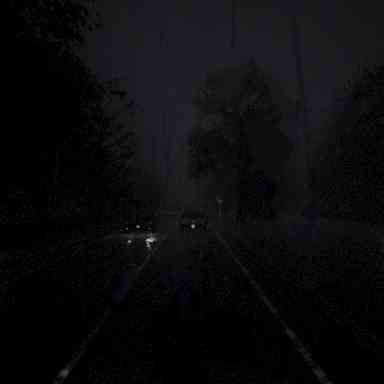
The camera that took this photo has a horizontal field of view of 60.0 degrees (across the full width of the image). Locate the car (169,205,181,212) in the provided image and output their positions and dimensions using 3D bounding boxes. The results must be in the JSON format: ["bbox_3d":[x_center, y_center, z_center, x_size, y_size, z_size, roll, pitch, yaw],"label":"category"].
[{"bbox_3d":[-3.206,3.173,64.137,1.994,1.385,4.181,0,-1,1],"label":"car"}]

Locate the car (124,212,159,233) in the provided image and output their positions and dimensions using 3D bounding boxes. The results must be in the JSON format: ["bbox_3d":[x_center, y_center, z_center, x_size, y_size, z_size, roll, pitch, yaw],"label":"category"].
[{"bbox_3d":[-3.377,2.039,22.813,1.994,1.385,4.181,0,-2,0],"label":"car"}]

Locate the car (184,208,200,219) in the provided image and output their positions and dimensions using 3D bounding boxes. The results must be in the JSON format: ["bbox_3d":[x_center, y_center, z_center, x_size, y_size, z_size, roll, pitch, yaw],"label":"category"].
[{"bbox_3d":[0.046,2.664,41.902,1.895,1.301,4.718,0,-2,0],"label":"car"}]

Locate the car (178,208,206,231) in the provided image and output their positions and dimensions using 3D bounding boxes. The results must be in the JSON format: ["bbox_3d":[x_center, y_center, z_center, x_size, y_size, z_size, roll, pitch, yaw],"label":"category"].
[{"bbox_3d":[0.068,2.145,25.096,1.895,1.301,4.718,0,-2,0],"label":"car"}]
